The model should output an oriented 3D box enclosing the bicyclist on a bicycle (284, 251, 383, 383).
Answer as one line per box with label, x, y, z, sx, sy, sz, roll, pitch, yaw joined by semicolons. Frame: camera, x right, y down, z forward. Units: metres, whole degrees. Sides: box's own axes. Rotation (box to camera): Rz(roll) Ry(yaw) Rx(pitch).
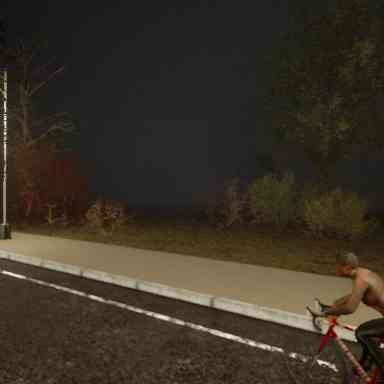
bicyclist on a bicycle;1.737;1.449;3.400;1.656;1.620;0.582;0;0;35
